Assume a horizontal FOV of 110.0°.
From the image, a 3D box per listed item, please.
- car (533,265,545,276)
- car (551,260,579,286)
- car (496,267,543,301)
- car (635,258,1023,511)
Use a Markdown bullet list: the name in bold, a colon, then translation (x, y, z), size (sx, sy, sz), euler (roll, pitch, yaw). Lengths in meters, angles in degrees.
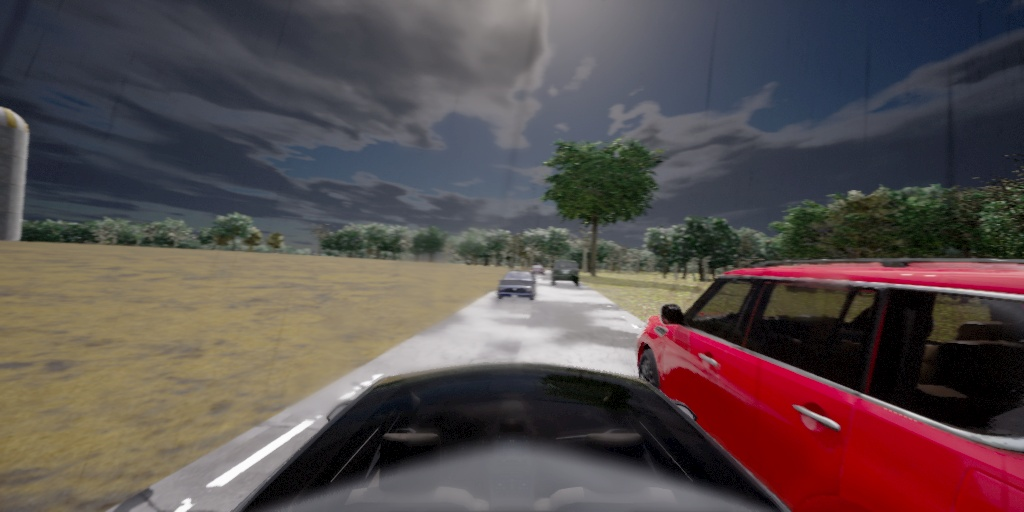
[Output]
- **car**: translation (3.569, 1.959, 49.767), size (1.812, 1.442, 4.674), euler (2, -1, 6)
- **car**: translation (4.458, 1.402, 30.241), size (2.150, 2.045, 5.566), euler (2, -1, 6)
- **car**: translation (0.397, 1.482, 19.053), size (2.033, 1.411, 5.357), euler (2, -1, 6)
- **car**: translation (2.591, 1.061, 2.672), size (2.150, 2.045, 5.566), euler (2, -1, 6)
